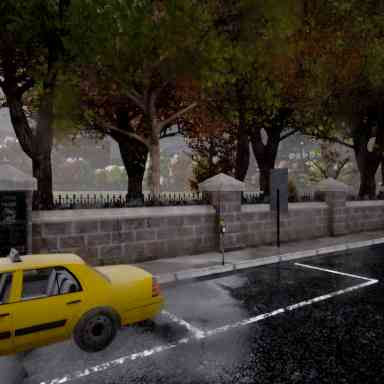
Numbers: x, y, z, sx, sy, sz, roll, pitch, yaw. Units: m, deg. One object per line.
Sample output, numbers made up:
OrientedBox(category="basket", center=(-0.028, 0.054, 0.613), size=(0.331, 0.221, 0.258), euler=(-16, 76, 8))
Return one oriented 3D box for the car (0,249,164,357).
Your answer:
OrientedBox(category="car", center=(-2.749, 1.525, 4.598), size=(4.829, 1.417, 1.752), euler=(0, 0, -35))
